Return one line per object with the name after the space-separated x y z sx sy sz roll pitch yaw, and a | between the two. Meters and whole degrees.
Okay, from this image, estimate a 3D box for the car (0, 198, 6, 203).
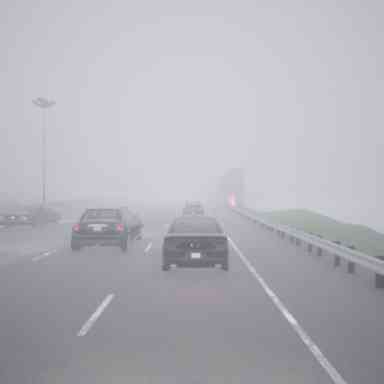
-21.089 1.510 33.185 1.837 1.490 4.892 0 -1 0 | car

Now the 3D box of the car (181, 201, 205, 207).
0.099 1.493 29.198 2.128 1.511 4.902 0 0 0 | car

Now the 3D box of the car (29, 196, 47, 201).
-31.399 1.504 67.920 1.837 1.490 4.892 0 0 1 | car

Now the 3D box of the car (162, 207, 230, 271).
0.099 1.478 10.991 1.882 1.535 5.008 0 0 0 | car

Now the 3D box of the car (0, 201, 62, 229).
-10.401 1.549 21.804 2.033 1.411 5.357 0 0 0 | car

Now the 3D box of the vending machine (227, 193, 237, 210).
4.997 1.198 41.333 1.100 2.100 0.880 0 0 0 | vending machine

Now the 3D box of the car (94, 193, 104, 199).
-24.003 1.225 84.634 2.150 2.045 5.566 0 0 1 | car

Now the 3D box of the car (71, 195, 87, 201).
-27.584 1.530 81.294 2.033 1.411 5.357 0 0 1 | car

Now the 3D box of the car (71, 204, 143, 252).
-3.401 1.353 14.081 2.097 1.767 4.553 0 0 0 | car

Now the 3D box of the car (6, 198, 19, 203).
-24.563 1.529 44.046 1.812 1.442 4.674 0 0 0 | car

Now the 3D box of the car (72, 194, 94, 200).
-20.963 1.529 63.834 1.812 1.442 4.674 0 0 1 | car
